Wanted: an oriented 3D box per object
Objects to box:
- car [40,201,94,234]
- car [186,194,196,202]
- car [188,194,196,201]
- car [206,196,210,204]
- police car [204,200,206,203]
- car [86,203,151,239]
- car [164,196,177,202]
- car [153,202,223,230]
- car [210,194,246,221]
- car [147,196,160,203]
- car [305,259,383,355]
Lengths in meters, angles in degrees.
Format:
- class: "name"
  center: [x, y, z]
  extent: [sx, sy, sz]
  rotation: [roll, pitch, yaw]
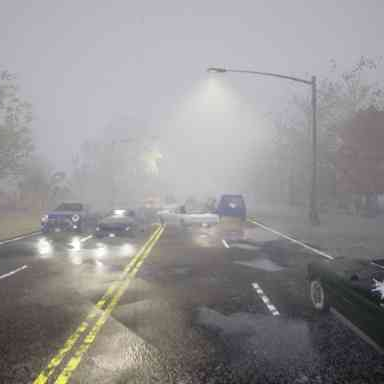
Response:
- class: "car"
  center: [-6.839, 1.338, 19.096]
  extent: [2.097, 1.767, 4.553]
  rotation: [0, 0, -1]
- class: "car"
  center: [-0.271, 1.446, 63.684]
  extent: [2.033, 1.411, 5.357]
  rotation: [0, 0, 1]
- class: "car"
  center: [-0.049, 1.338, 81.580]
  extent: [1.812, 1.442, 4.674]
  rotation: [0, 0, 1]
- class: "car"
  center: [2.836, 1.471, 37.498]
  extent: [1.812, 1.442, 4.674]
  rotation: [0, 0, 0]
- class: "police car"
  center: [2.817, 1.430, 48.466]
  extent: [2.038, 1.542, 4.974]
  rotation: [0, 0, 0]
- class: "car"
  center: [-3.563, 1.534, 17.420]
  extent: [2.033, 1.411, 5.357]
  rotation: [0, 0, 0]
- class: "car"
  center: [-3.713, 1.395, 57.773]
  extent: [1.882, 1.535, 5.008]
  rotation: [0, 0, 1]
- class: "car"
  center: [-0.411, 1.499, 20.283]
  extent: [1.895, 1.301, 4.718]
  rotation: [1, 0, -31]
- class: "car"
  center: [2.924, 1.181, 26.563]
  extent: [2.150, 2.045, 5.566]
  rotation: [0, -1, -1]
- class: "car"
  center: [-6.934, 1.386, 60.259]
  extent: [1.882, 1.535, 5.008]
  rotation: [0, 0, 1]
- class: "car"
  center: [3.204, 1.565, 4.568]
  extent: [1.895, 1.301, 4.718]
  rotation: [1, 0, -1]
